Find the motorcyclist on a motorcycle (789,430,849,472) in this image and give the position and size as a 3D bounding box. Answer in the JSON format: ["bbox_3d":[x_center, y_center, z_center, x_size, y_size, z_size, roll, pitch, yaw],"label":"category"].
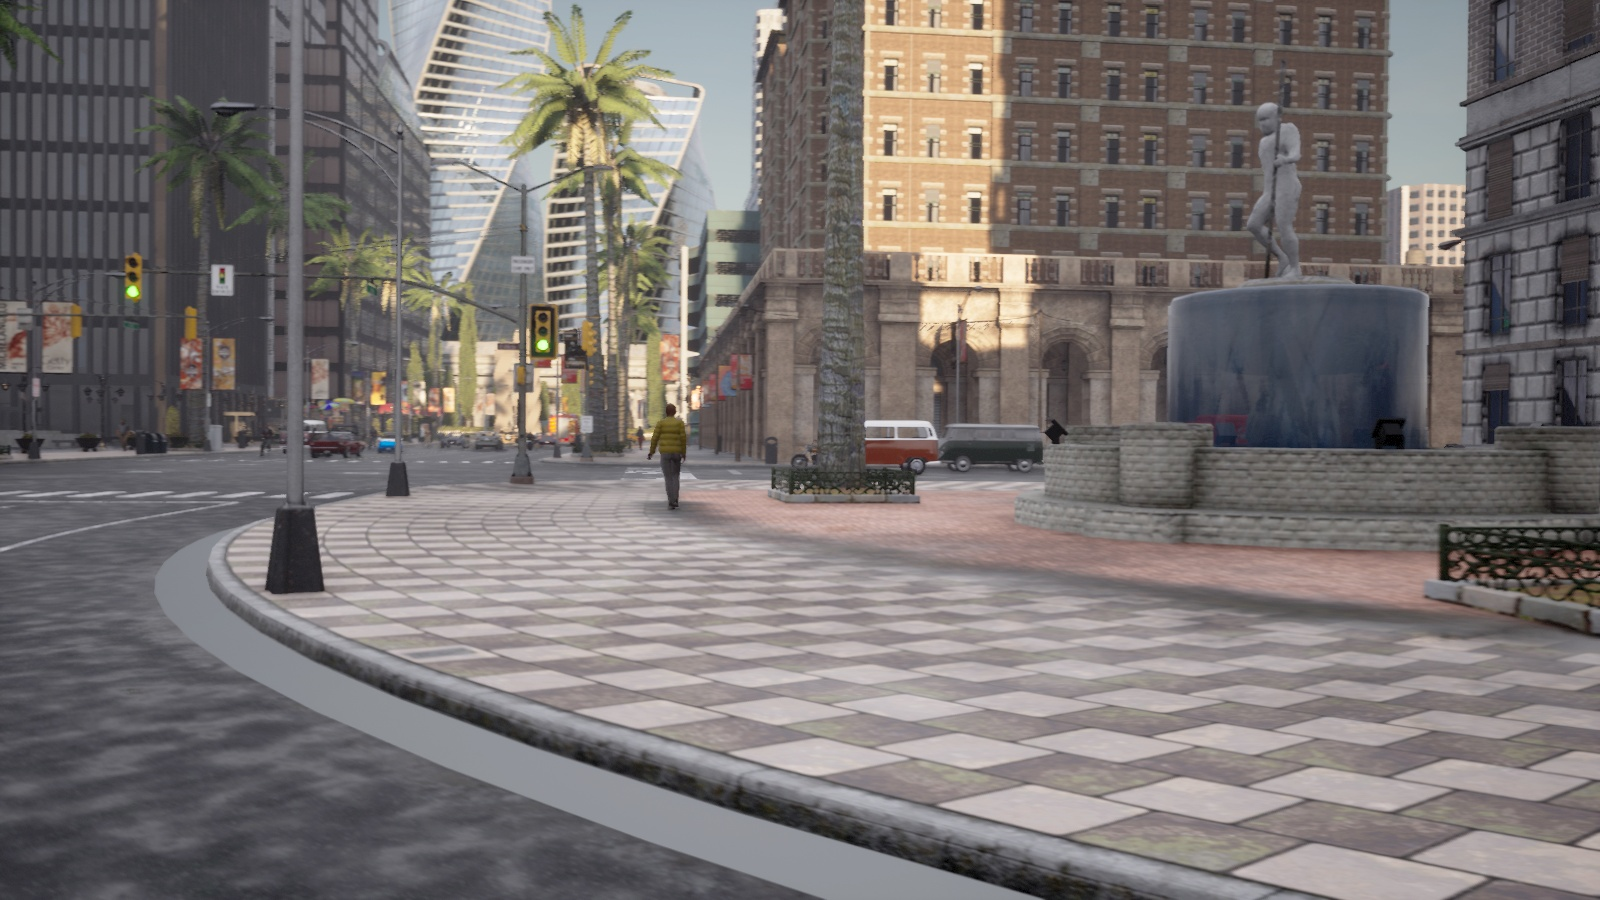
[{"bbox_3d":[0.763,0.041,50.855,2.350,1.649,0.766,-1,1,-7],"label":"motorcyclist on a motorcycle"}]

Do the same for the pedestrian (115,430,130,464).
[{"bbox_3d":[-37.074,-0.162,68.688,0.540,1.848,0.694,-1,1,-14],"label":"pedestrian"}]

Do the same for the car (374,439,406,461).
[{"bbox_3d":[-26.295,-0.002,80.607,1.481,1.376,2.207,-1,0,-6],"label":"car"}]

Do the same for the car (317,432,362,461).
[{"bbox_3d":[-29.952,-0.245,81.775,1.905,1.878,3.866,-1,1,-6],"label":"car"}]

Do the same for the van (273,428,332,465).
[{"bbox_3d":[-28.999,-0.220,73.312,2.069,2.038,4.480,-1,1,-6],"label":"van"}]

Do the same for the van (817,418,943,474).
[{"bbox_3d":[2.992,-0.164,47.680,4.480,2.038,2.069,-1,1,-7],"label":"van"}]

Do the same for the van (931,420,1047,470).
[{"bbox_3d":[7.749,-0.225,51.717,4.442,1.987,1.775,-1,1,-6],"label":"van"}]

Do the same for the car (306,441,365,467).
[{"bbox_3d":[-24.783,0.199,67.142,1.895,1.301,4.718,-1,1,-7],"label":"car"}]

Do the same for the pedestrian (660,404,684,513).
[{"bbox_3d":[-2.209,0.137,21.646,0.370,1.835,0.726,-1,1,-7],"label":"pedestrian"}]
